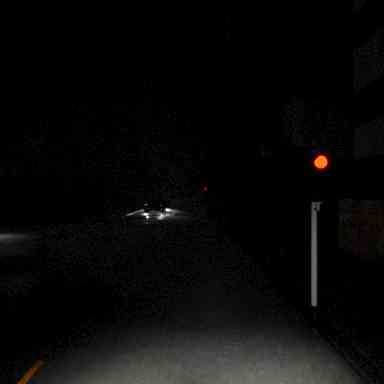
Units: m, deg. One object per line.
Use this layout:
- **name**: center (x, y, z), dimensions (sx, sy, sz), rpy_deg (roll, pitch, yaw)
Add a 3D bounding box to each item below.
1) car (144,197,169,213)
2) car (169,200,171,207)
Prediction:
- **car**: center (-4.117, 1.351, 37.612), dimensions (2.097, 1.767, 4.553), rpy_deg (0, 0, 0)
- **car**: center (-4.103, 1.600, 47.674), dimensions (1.895, 1.301, 4.718), rpy_deg (0, 0, 0)
